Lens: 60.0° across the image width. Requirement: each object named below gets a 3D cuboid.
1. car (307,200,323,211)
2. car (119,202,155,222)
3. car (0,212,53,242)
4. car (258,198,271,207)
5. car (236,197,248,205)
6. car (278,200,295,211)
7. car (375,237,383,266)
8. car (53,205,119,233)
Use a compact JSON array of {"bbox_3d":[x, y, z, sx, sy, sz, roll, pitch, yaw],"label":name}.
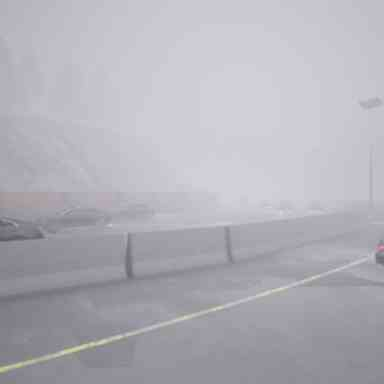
[{"bbox_3d":[16.688,1.784,45.059,2.033,1.411,5.357,0,0,19],"label":"car"},{"bbox_3d":[-5.249,1.659,27.880,1.837,1.490,4.892,0,0,41],"label":"car"},{"bbox_3d":[-7.780,1.559,11.550,4.902,1.511,2.128,0,0,-37],"label":"car"},{"bbox_3d":[12.570,1.833,57.817,1.812,1.442,4.674,0,0,9],"label":"car"},{"bbox_3d":[9.836,1.699,65.743,2.097,1.767,4.553,0,0,3],"label":"car"},{"bbox_3d":[12.681,1.782,44.243,2.033,1.411,5.357,0,0,21],"label":"car"},{"bbox_3d":[7.495,1.602,10.564,2.033,1.411,5.357,0,0,45],"label":"car"},{"bbox_3d":[-7.429,1.609,20.788,4.902,1.511,2.128,0,0,-43],"label":"car"}]
